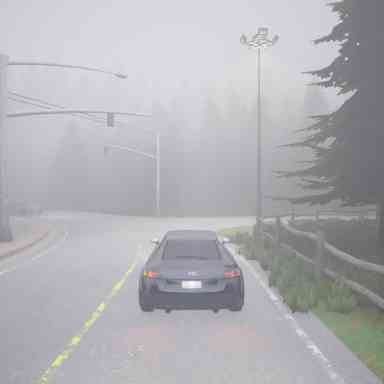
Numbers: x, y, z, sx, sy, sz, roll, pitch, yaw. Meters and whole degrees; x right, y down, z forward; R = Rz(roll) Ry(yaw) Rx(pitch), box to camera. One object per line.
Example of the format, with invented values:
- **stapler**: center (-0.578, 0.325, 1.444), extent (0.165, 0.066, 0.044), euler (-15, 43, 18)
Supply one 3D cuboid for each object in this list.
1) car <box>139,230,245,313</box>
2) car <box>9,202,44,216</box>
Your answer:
- **car**: center (-0.028, 1.564, 7.734), extent (1.994, 1.385, 4.181), euler (0, 0, -1)
- **car**: center (-16.684, 1.601, 32.613), extent (4.718, 1.301, 1.895), euler (0, 0, 31)
